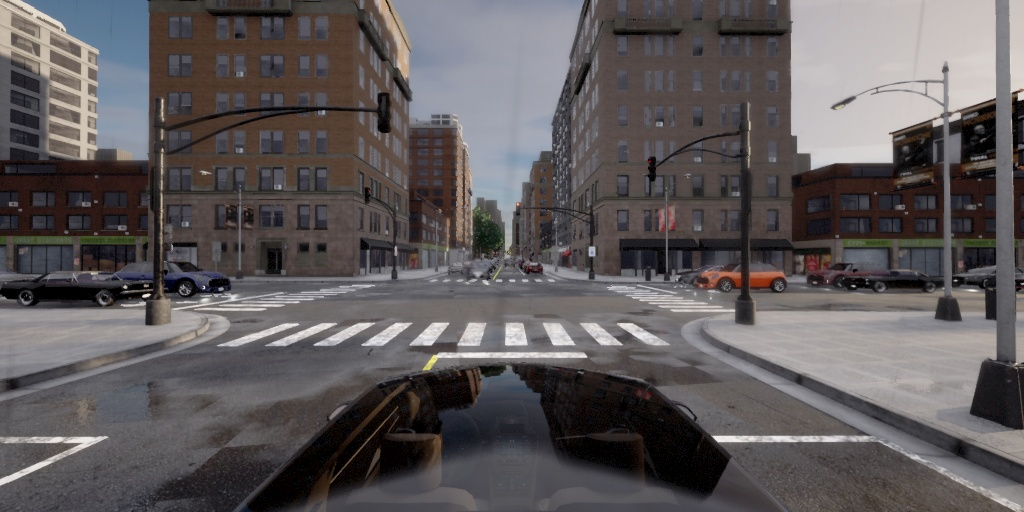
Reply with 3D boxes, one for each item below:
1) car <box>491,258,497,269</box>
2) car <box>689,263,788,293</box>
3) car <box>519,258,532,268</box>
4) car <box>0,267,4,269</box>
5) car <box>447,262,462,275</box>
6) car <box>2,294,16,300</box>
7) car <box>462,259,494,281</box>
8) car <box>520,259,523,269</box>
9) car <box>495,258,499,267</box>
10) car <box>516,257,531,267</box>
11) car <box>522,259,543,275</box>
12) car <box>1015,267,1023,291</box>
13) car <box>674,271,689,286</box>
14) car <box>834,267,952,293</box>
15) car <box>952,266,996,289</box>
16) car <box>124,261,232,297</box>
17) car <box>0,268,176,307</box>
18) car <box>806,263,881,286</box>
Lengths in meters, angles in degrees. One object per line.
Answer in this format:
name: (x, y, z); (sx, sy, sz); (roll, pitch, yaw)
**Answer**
car: (-3.353, 1.335, 44.841); (2.033, 1.411, 5.357); (0, 0, 0)
car: (13.391, 1.180, 21.130); (4.553, 1.767, 2.097); (0, 0, 0)
car: (2.334, 1.325, 51.091); (1.751, 1.417, 4.829); (0, 0, -1)
car: (-26.061, 1.181, 17.365); (5.357, 1.411, 2.033); (0, 0, -1)
car: (-6.064, 1.329, 39.814); (2.007, 1.370, 4.403); (0, 0, -1)
car: (-5.855, 1.190, 1.453); (1.967, 1.591, 4.097); (0, 0, 0)
car: (-2.864, 1.259, 29.867); (2.128, 1.511, 4.902); (0, 0, -6)
car: (2.399, 1.354, 45.414); (1.948, 1.339, 4.313); (0, 0, -1)
car: (-3.478, 1.316, 56.461); (1.837, 1.490, 4.892); (0, 0, 0)
car: (2.273, 1.128, 56.427); (2.192, 1.841, 5.009); (0, 0, -1)
car: (2.461, 1.324, 39.907); (1.888, 1.381, 4.507); (0, 0, -1)
car: (32.316, 1.477, 21.271); (4.181, 1.385, 1.994); (0, 0, -1)
car: (13.691, 1.347, 24.398); (4.902, 1.511, 2.128); (0, 0, 0)
car: (22.377, 1.469, 21.199); (4.718, 1.301, 1.895); (0, 0, -1)
car: (32.769, 1.446, 24.524); (4.892, 1.490, 1.837); (0, 0, 0)
car: (-16.447, 1.024, 17.470); (4.553, 1.767, 2.097); (0, 0, -1)
car: (-16.666, 1.246, 14.185); (4.718, 1.301, 1.895); (0, 0, 0)
car: (22.885, 1.249, 24.453); (4.553, 1.767, 2.097); (0, 0, -1)
